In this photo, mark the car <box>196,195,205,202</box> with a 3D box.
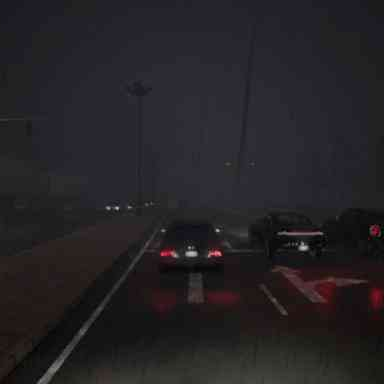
[{"bbox_3d":[2.215,1.667,84.004,1.837,1.490,4.892,0,0,0],"label":"car"}]

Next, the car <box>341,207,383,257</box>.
[{"bbox_3d":[6.922,1.379,13.238,2.097,1.767,4.553,0,0,-1],"label":"car"}]

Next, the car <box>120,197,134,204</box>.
[{"bbox_3d":[-12.785,1.661,65.739,1.812,1.442,4.674,0,0,0],"label":"car"}]

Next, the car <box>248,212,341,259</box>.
[{"bbox_3d":[3.407,1.517,12.717,2.128,1.511,4.902,0,0,-1],"label":"car"}]

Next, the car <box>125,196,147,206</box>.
[{"bbox_3d":[-9.349,1.468,56.285,2.097,1.767,4.553,0,0,0],"label":"car"}]

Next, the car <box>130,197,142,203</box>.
[{"bbox_3d":[-12.785,1.751,75.678,1.895,1.301,4.718,0,0,0],"label":"car"}]

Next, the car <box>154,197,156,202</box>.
[{"bbox_3d":[-9.285,1.750,75.421,1.895,1.301,4.718,0,0,0],"label":"car"}]

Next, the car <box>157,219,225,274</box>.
[{"bbox_3d":[-0.050,1.569,10.638,2.033,1.411,5.357,0,0,-1],"label":"car"}]

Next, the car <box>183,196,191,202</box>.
[{"bbox_3d":[-1.285,1.706,83.922,2.033,1.411,5.357,0,0,0],"label":"car"}]

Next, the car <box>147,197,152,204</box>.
[{"bbox_3d":[-9.285,1.612,65.332,1.882,1.535,5.008,0,0,0],"label":"car"}]

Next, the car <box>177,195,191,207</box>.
[{"bbox_3d":[-1.286,1.672,53.030,1.994,1.385,4.181,0,0,0],"label":"car"}]

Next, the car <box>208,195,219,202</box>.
[{"bbox_3d":[5.715,1.643,83.938,1.882,1.535,5.008,0,0,0],"label":"car"}]

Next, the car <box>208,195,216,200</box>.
[{"bbox_3d":[5.707,1.669,94.431,1.994,1.385,4.181,0,0,0],"label":"car"}]

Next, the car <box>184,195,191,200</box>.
[{"bbox_3d":[-1.292,1.670,94.404,1.994,1.385,4.181,0,0,0],"label":"car"}]

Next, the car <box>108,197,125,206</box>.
[{"bbox_3d":[-12.840,1.718,56.613,1.895,1.301,4.718,0,0,1],"label":"car"}]

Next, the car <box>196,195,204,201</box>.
[{"bbox_3d":[2.207,1.643,94.437,2.128,1.511,4.902,0,0,0],"label":"car"}]
